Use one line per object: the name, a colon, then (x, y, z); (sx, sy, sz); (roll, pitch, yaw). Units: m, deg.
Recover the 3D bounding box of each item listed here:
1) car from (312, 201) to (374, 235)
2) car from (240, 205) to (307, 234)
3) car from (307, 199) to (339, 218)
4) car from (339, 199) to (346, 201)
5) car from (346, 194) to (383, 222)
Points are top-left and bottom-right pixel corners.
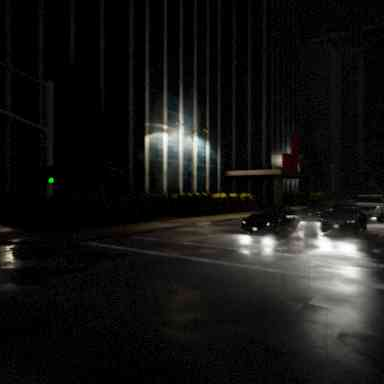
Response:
car: (8.719, 1.481, 18.956); (2.128, 1.511, 4.902); (0, 0, 35)
car: (4.770, 1.527, 19.408); (2.033, 1.411, 5.357); (0, 0, 35)
car: (10.397, 1.484, 27.467); (1.837, 1.490, 4.892); (0, 0, 35)
car: (16.376, 1.471, 36.010); (2.128, 1.511, 4.902); (0, 0, 35)
car: (14.416, 1.211, 27.108); (2.150, 2.045, 5.566); (0, 0, 35)
